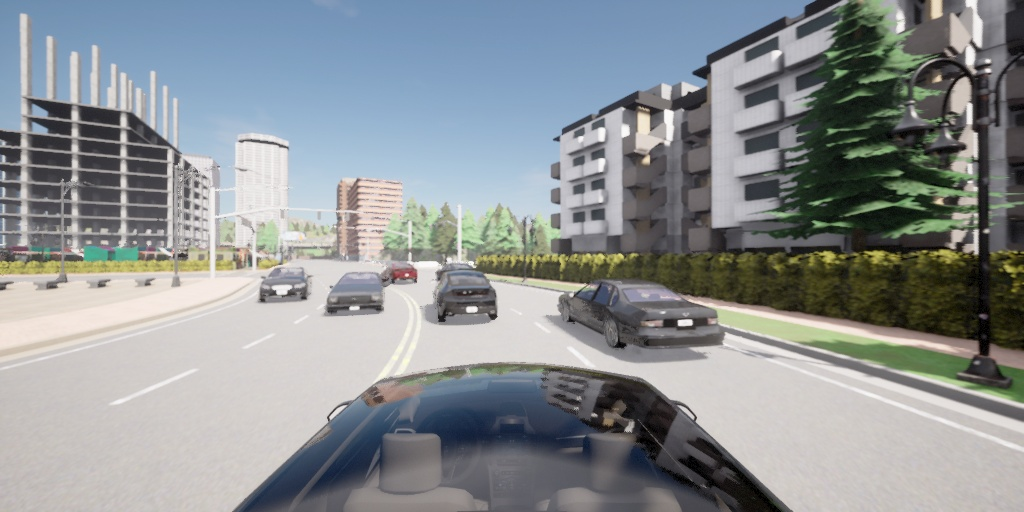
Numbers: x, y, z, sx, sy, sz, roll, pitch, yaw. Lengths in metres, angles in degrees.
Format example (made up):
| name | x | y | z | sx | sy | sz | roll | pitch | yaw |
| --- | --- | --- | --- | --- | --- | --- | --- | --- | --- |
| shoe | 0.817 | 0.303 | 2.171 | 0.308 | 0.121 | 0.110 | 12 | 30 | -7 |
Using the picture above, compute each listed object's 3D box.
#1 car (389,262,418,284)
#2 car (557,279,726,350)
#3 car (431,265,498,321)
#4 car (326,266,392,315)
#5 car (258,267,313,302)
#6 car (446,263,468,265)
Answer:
| name | x | y | z | sx | sy | sz | roll | pitch | yaw |
| --- | --- | --- | --- | --- | --- | --- | --- | --- | --- |
| car | -8.783 | 1.267 | 27.908 | 1.882 | 1.535 | 5.008 | 0 | -1 | -30 |
| car | 2.760 | 1.291 | 9.133 | 2.033 | 1.411 | 5.357 | 0 | 0 | -10 |
| car | -1.751 | 1.266 | 12.613 | 1.837 | 1.490 | 4.892 | 0 | 0 | -14 |
| car | -5.957 | 1.322 | 14.215 | 2.033 | 1.411 | 5.357 | 0 | 0 | -18 |
| car | -10.836 | 1.290 | 17.434 | 2.128 | 1.511 | 4.902 | 0 | 0 | -26 |
| car | -4.231 | 1.251 | 26.928 | 1.882 | 1.535 | 5.008 | 0 | 0 | -29 |
